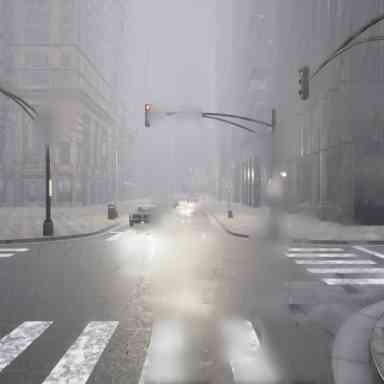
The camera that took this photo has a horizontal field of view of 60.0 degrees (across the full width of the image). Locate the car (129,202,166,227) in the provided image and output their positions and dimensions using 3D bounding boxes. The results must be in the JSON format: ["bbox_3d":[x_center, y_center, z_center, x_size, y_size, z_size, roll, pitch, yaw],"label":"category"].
[{"bbox_3d":[-3.114,1.601,23.139,1.895,1.301,4.718,0,0,0],"label":"car"}]

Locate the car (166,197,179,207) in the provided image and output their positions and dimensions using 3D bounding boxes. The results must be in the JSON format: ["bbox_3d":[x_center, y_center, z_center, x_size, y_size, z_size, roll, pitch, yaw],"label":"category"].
[{"bbox_3d":[-3.086,1.531,53.125,1.812,1.442,4.674,0,0,0],"label":"car"}]

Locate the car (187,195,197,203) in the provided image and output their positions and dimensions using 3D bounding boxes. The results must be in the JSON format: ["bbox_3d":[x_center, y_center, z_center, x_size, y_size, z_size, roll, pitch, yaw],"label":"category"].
[{"bbox_3d":[0.055,1.365,69.613,2.097,1.767,4.553,0,0,0],"label":"car"}]

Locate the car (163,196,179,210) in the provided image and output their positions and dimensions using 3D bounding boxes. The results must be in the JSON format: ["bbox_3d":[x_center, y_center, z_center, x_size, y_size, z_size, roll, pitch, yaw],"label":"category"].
[{"bbox_3d":[-3.124,1.354,43.083,2.097,1.767,4.553,0,0,0],"label":"car"}]

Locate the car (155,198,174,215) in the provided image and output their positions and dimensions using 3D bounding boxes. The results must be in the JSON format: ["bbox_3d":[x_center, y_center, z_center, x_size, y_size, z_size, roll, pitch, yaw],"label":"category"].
[{"bbox_3d":[-3.115,1.564,33.082,1.994,1.385,4.181,0,0,0],"label":"car"}]
